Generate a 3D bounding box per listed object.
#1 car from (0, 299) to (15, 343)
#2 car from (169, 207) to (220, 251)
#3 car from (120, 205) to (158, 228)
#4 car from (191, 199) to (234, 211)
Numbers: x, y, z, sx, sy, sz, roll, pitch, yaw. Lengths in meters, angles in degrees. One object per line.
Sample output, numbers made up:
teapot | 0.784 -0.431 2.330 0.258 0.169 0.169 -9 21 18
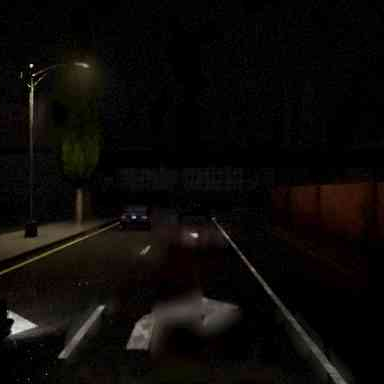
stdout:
car | -3.402 1.546 2.162 2.033 1.411 5.357 0 0 0
car | 0.094 1.555 14.081 1.994 1.385 4.181 0 0 0
car | -3.407 1.535 22.013 2.033 1.411 5.357 0 0 0
car | 2.394 1.525 38.707 5.357 1.411 2.033 0 0 -38
